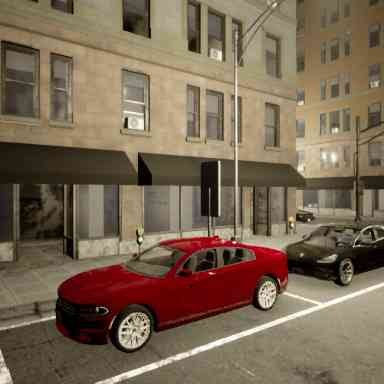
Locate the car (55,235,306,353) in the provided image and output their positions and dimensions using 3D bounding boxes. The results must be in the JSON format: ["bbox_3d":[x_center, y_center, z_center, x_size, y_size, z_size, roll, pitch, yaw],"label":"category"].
[{"bbox_3d":[-0.116,1.545,6.142,4.507,1.381,1.887,0,0,-36],"label":"car"}]

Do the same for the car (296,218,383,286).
[{"bbox_3d":[4.320,1.566,9.412,4.313,1.339,1.947,0,0,-36],"label":"car"}]

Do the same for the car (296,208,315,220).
[{"bbox_3d":[6.916,1.615,25.951,2.033,1.411,5.357,0,0,-33],"label":"car"}]
